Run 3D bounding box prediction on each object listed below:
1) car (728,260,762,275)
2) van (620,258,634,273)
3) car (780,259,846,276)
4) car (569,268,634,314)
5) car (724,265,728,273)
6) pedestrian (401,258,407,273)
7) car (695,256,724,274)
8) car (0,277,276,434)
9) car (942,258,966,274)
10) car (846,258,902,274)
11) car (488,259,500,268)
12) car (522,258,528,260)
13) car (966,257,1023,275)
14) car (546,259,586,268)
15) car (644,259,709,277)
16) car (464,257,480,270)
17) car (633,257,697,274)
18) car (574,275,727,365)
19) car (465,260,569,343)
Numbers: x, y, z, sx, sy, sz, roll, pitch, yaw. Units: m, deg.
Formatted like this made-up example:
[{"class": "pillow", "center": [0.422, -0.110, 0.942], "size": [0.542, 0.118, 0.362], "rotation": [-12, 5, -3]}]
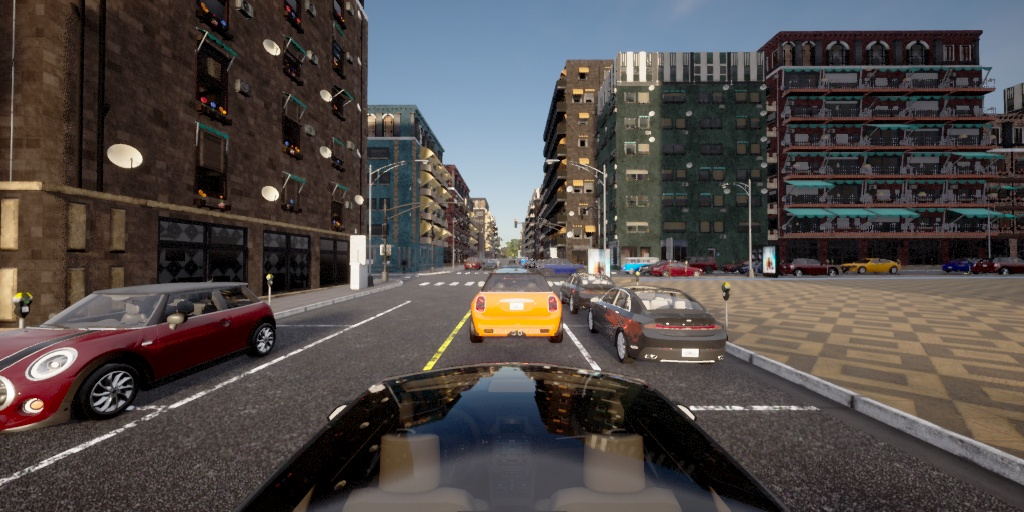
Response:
[{"class": "car", "center": [25.159, 1.126, 35.778], "size": [5.357, 1.411, 2.033], "rotation": [0, -1, 0]}, {"class": "van", "center": [13.779, 1.046, 38.442], "size": [3.998, 1.789, 1.690], "rotation": [0, 0, 0]}, {"class": "car", "center": [24.770, 0.935, 29.980], "size": [4.097, 1.591, 1.967], "rotation": [0, 0, 0]}, {"class": "car", "center": [2.823, 1.304, 13.438], "size": [2.007, 1.370, 4.403], "rotation": [0, 0, 0]}, {"class": "car", "center": [24.835, 1.165, 38.360], "size": [4.507, 1.381, 1.888], "rotation": [0, 0, 0]}, {"class": "pedestrian", "center": [-12.519, 1.097, 41.600], "size": [0.375, 1.860, 0.375], "rotation": [0, 0, 0]}, {"class": "car", "center": [19.307, 0.977, 38.401], "size": [5.009, 1.841, 2.192], "rotation": [0, 0, 0]}, {"class": "car", "center": [-5.818, 1.191, 5.635], "size": [1.967, 1.591, 4.097], "rotation": [0, 0, 0]}, {"class": "car", "center": [42.150, 0.882, 32.455], "size": [5.008, 1.535, 1.882], "rotation": [0, -1, 0]}, {"class": "car", "center": [35.608, 0.978, 35.691], "size": [5.008, 1.535, 1.882], "rotation": [0, -1, 0]}, {"class": "car", "center": [-3.065, 1.298, 60.920], "size": [1.812, 1.442, 4.674], "rotation": [0, 0, 0]}, {"class": "car", "center": [2.703, 1.334, 51.631], "size": [1.948, 1.339, 4.313], "rotation": [0, 0, 0]}, {"class": "car", "center": [41.351, 0.811, 29.857], "size": [4.097, 1.591, 1.967], "rotation": [0, 0, 0]}, {"class": "car", "center": [4.814, 1.040, 32.733], "size": [4.553, 1.767, 2.097], "rotation": [0, -1, 0]}, {"class": "car", "center": [13.715, 1.162, 30.062], "size": [4.207, 1.307, 1.802], "rotation": [0, 0, 0]}, {"class": "car", "center": [-5.677, 1.083, 51.673], "size": [2.192, 1.841, 5.009], "rotation": [0, 0, 0]}, {"class": "car", "center": [15.209, 1.147, 35.853], "size": [4.902, 1.511, 2.128], "rotation": [0, -1, 0]}, {"class": "car", "center": [2.822, 1.302, 7.868], "size": [2.007, 1.370, 4.403], "rotation": [0, 0, 0]}, {"class": "car", "center": [0.100, 1.104, 9.848], "size": [2.097, 1.767, 4.553], "rotation": [0, 0, 0]}]
